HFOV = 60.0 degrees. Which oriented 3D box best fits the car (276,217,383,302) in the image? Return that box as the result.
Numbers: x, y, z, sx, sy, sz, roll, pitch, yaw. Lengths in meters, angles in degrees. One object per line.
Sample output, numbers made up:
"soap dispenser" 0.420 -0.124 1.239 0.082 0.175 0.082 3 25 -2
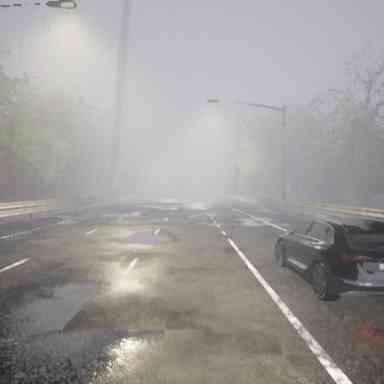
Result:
"car" 3.507 1.380 8.125 2.033 1.649 4.856 0 0 -1
